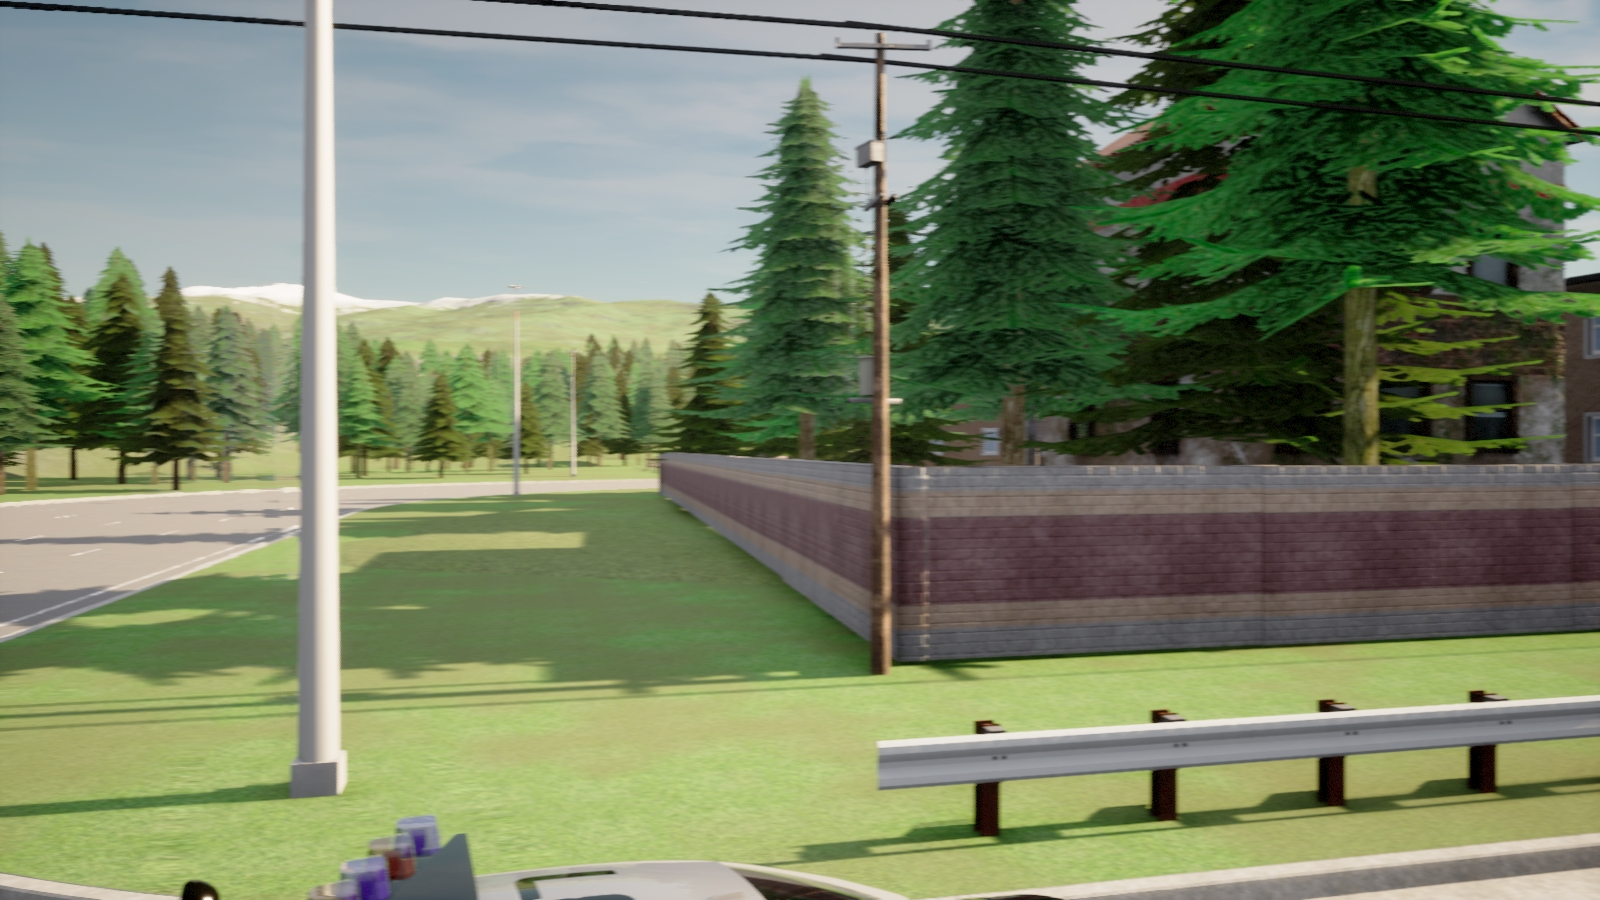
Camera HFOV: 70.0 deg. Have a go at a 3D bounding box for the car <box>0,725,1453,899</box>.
[{"bbox_3d":[-1.105,1.977,2.955,5.238,1.638,2.097,0,0,-20],"label":"car"}]
